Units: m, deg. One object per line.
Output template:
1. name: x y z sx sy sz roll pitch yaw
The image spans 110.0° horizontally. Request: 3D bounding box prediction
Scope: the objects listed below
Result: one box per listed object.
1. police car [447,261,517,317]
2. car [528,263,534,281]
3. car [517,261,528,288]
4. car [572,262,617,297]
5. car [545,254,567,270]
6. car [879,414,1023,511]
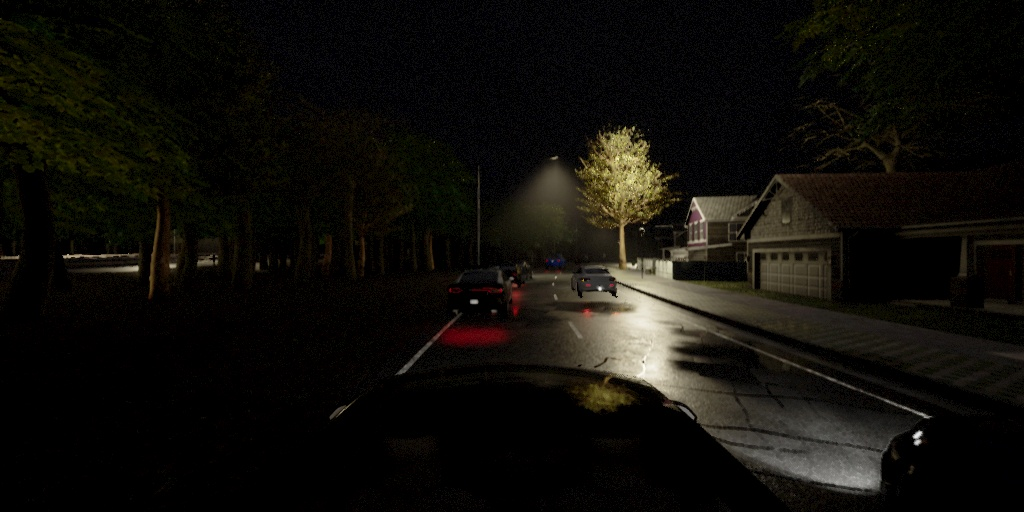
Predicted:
1. police car: -0.987 1.130 13.106 1.930 1.638 5.238 0 0 3
2. car: 0.595 1.147 28.839 1.837 1.490 4.892 0 0 9
3. car: -0.191 1.191 22.918 1.812 1.442 4.674 0 0 6
4. car: 4.114 1.206 18.285 1.812 1.442 4.674 0 0 5
5. car: 5.992 0.779 48.313 2.150 2.045 5.566 0 0 18
6. car: 3.663 1.316 0.791 1.994 1.385 4.181 0 0 -2
